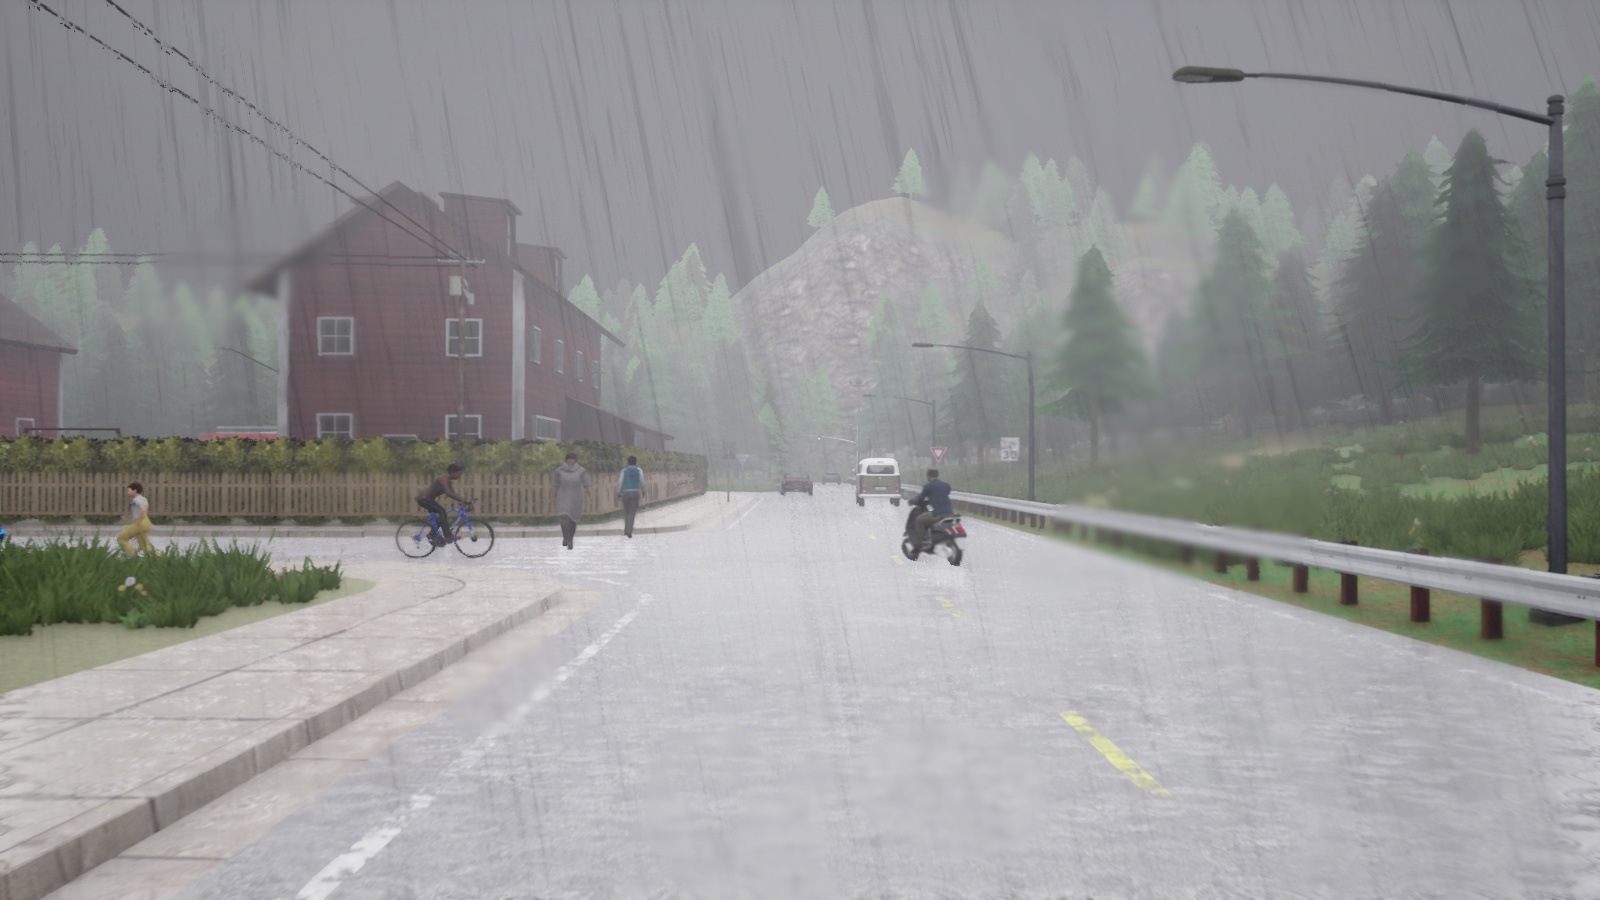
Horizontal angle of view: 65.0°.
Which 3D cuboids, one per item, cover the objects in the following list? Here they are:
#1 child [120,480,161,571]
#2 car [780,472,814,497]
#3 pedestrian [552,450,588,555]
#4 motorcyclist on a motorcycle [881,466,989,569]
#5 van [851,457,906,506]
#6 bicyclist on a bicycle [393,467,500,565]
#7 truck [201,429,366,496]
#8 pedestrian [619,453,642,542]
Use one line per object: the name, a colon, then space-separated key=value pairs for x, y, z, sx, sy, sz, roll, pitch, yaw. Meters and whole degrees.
child: x=-9.283 y=1.053 z=17.688 sx=0.437 sy=1.263 sz=0.270 roll=0 pitch=-1 yaw=-7
car: x=-0.170 y=1.958 z=72.573 sx=1.895 sy=1.301 sz=4.718 roll=0 pitch=0 yaw=0
pedestrian: x=-4.374 y=0.978 z=23.885 sx=0.659 sy=1.952 sz=0.873 roll=0 pitch=-1 yaw=-9
motorcyclist on a motorcycle: x=2.209 y=1.073 z=20.793 sx=0.866 sy=1.590 sz=1.817 roll=-2 pitch=0 yaw=-27
van: x=3.364 y=1.351 z=54.535 sx=2.069 sy=2.038 sz=4.480 roll=0 pitch=-1 yaw=0
bicyclist on a bicycle: x=-6.066 y=1.117 z=21.613 sx=1.656 sy=1.620 sz=0.582 roll=-1 pitch=-1 yaw=-3
truck: x=-30.293 y=0.752 z=73.893 sx=8.468 sy=3.827 sz=2.891 roll=0 pitch=-1 yaw=0
pedestrian: x=-3.703 y=1.030 z=27.475 sx=0.396 sy=1.930 sz=0.692 roll=0 pitch=-1 yaw=0
